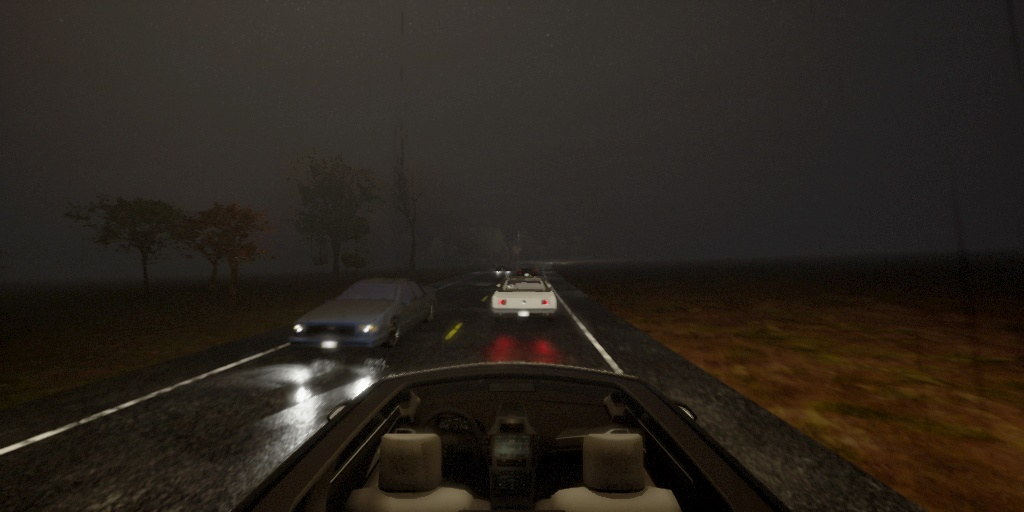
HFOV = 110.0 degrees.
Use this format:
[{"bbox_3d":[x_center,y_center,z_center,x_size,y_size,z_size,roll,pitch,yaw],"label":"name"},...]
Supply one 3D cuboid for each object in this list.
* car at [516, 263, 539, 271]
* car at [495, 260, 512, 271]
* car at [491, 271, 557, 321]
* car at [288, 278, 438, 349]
[{"bbox_3d":[1.290,1.279,30.083,1.812,1.442,4.674,0,0,3],"label":"car"},{"bbox_3d":[-1.068,1.302,48.969,2.033,1.411,5.357,0,0,5],"label":"car"},{"bbox_3d":[0.418,1.354,12.421,1.895,1.301,4.718,0,0,2],"label":"car"},{"bbox_3d":[-3.386,1.307,9.487,2.033,1.411,5.357,0,0,2],"label":"car"}]
